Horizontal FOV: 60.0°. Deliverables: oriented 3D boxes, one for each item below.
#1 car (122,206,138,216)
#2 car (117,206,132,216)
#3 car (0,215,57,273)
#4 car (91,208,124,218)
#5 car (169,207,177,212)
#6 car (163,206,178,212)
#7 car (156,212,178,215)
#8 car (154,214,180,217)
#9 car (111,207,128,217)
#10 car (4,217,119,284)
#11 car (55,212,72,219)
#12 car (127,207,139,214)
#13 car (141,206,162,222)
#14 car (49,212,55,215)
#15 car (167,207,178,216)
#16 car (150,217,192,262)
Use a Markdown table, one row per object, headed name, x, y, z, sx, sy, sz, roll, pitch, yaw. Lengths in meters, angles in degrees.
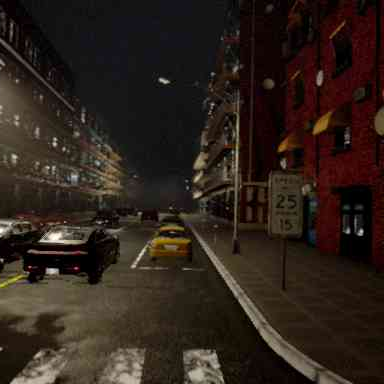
| name | x | y | z | sx | sy | sz | roll | pitch | yaw |
| --- | --- | --- | --- | --- | --- | --- | --- | --- | --- |
| car | -8.402 | 2.689 | 45.684 | 2.033 | 1.411 | 5.357 | 2 | -2 | -3 |
| car | -11.808 | 3.258 | 58.808 | 1.967 | 1.590 | 4.097 | 2 | -2 | -3 |
| car | -6.637 | 1.699 | 11.260 | 2.128 | 1.511 | 4.902 | 2 | -2 | -3 |
| car | -7.618 | 2.353 | 29.408 | 1.837 | 1.490 | 4.892 | 2 | -2 | -3 |
| car | -5.297 | 4.910 | 93.163 | 2.008 | 1.369 | 4.403 | 2 | -2 | -3 |
| car | -2.842 | 3.229 | 48.116 | 1.752 | 1.417 | 4.829 | 2 | -2 | -3 |
| car | -1.557 | 2.459 | 25.339 | 1.947 | 1.339 | 4.313 | 2 | -2 | -3 |
| car | -1.188 | 2.262 | 19.691 | 1.947 | 1.339 | 4.313 | 2 | -2 | -3 |
| car | -11.506 | 3.179 | 53.153 | 1.947 | 1.339 | 4.313 | 2 | -2 | -3 |
| car | -3.491 | 1.777 | 10.445 | 2.128 | 1.511 | 4.902 | 2 | -2 | -3 |
| car | -10.015 | 2.184 | 24.890 | 1.802 | 1.307 | 4.206 | 2 | -2 | -3 |
| car | -12.429 | 3.798 | 70.109 | 1.947 | 1.339 | 4.313 | 2 | -2 | -3 |
| car | -5.150 | 2.839 | 40.977 | 1.882 | 1.535 | 5.008 | 2 | -2 | -3 |
| car | -9.769 | 1.982 | 19.234 | 1.802 | 1.307 | 4.206 | 2 | -2 | -3 |
| car | -3.753 | 3.753 | 64.906 | 1.967 | 1.590 | 4.097 | 2 | -2 | -3 |
| car | -0.867 | 2.029 | 14.208 | 1.752 | 1.417 | 4.829 | 2 | -2 | -3 |
